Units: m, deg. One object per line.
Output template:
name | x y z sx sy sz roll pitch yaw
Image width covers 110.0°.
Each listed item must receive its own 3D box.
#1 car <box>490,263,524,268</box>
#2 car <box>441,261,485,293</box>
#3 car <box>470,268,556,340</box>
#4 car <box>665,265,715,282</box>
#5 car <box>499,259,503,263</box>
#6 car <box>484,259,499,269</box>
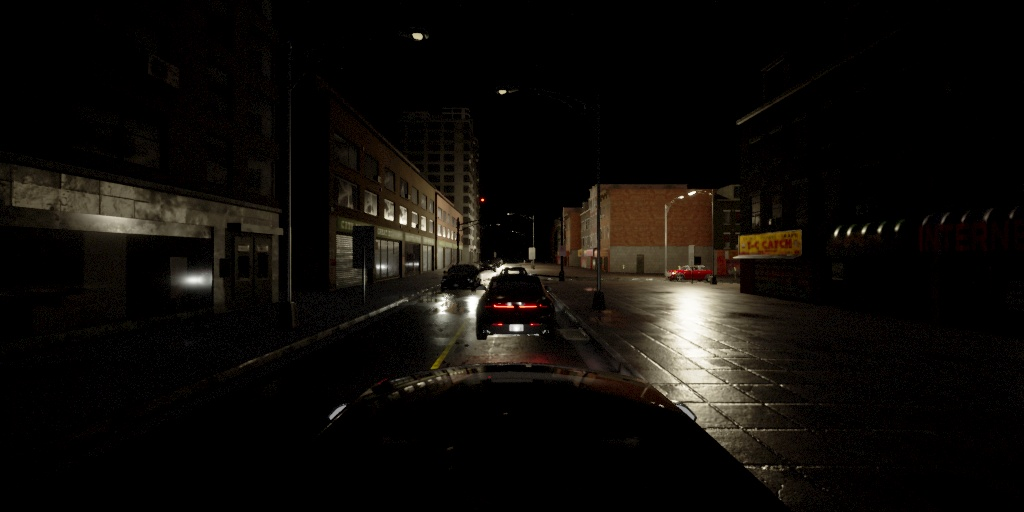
car | 0.093 1.298 19.546 2.033 1.411 5.357 0 0 0
car | -2.865 1.228 20.921 1.882 1.535 5.008 0 0 0
car | 0.085 1.255 9.935 1.837 1.490 4.892 0 0 0
car | 16.332 1.574 33.134 4.097 1.591 1.967 0 0 0
car | -2.879 1.248 60.159 1.837 1.490 4.892 0 0 0
car | -2.874 1.255 43.973 1.837 1.490 4.892 0 0 -1
